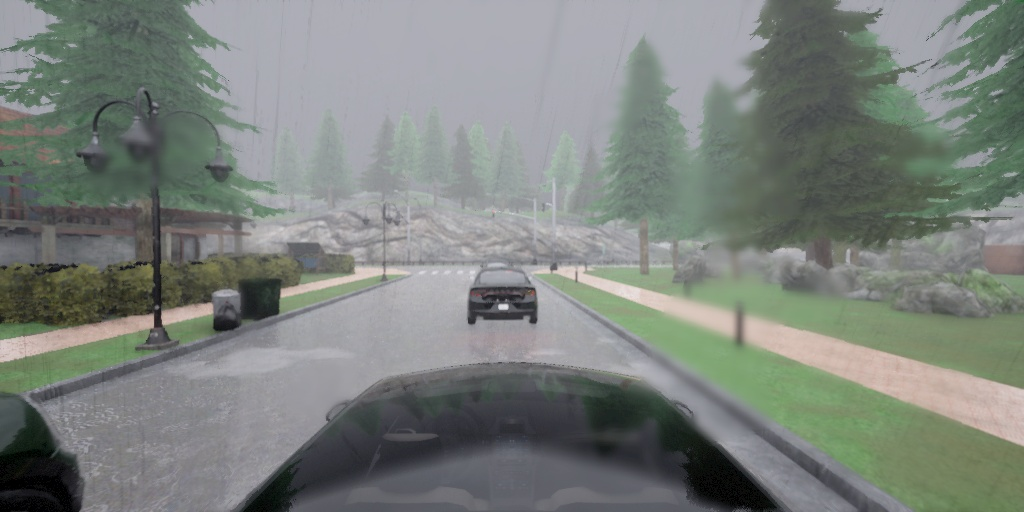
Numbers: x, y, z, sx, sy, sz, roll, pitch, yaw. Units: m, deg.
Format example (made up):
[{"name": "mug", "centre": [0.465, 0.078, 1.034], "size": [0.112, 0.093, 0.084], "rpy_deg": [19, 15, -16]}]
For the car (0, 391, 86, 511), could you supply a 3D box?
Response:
[{"name": "car", "centre": [-3.740, 1.130, 0.207], "size": [2.097, 1.767, 4.553], "rpy_deg": [0, 1, 1]}]

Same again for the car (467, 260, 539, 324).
[{"name": "car", "centre": [-0.330, 1.054, 11.208], "size": [1.882, 1.535, 5.008], "rpy_deg": [0, 1, -3]}]
